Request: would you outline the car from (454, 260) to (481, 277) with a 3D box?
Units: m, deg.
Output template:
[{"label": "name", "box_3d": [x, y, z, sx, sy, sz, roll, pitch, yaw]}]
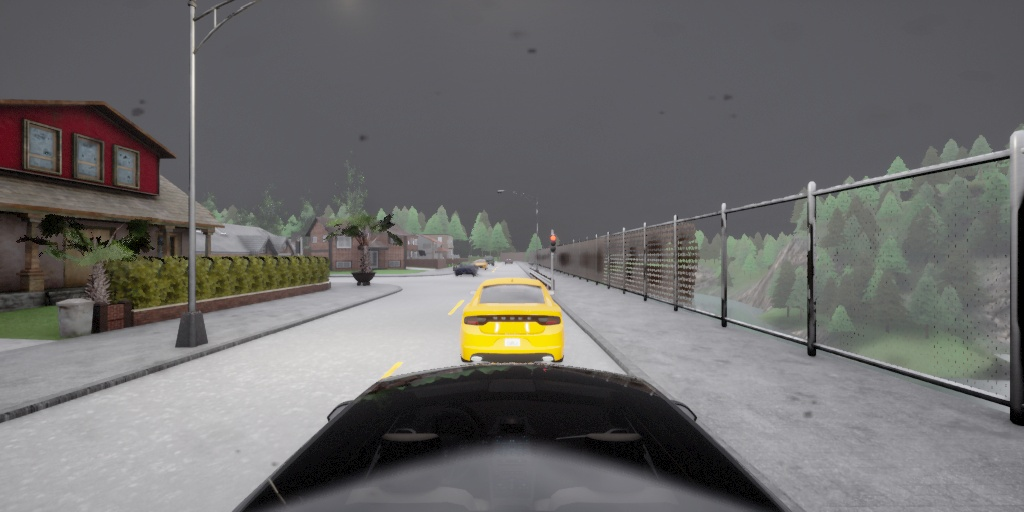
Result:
[{"label": "car", "box_3d": [-4.395, 1.351, 34.880, 1.895, 1.301, 4.718, 0, 0, -1]}]

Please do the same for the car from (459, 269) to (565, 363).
[{"label": "car", "box_3d": [0.002, 1.228, 8.197, 1.882, 1.535, 5.008, 0, 0, 0]}]

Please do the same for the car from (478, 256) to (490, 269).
[{"label": "car", "box_3d": [-4.544, 1.228, 51.447, 1.882, 1.535, 5.008, 0, 1, 0]}]
